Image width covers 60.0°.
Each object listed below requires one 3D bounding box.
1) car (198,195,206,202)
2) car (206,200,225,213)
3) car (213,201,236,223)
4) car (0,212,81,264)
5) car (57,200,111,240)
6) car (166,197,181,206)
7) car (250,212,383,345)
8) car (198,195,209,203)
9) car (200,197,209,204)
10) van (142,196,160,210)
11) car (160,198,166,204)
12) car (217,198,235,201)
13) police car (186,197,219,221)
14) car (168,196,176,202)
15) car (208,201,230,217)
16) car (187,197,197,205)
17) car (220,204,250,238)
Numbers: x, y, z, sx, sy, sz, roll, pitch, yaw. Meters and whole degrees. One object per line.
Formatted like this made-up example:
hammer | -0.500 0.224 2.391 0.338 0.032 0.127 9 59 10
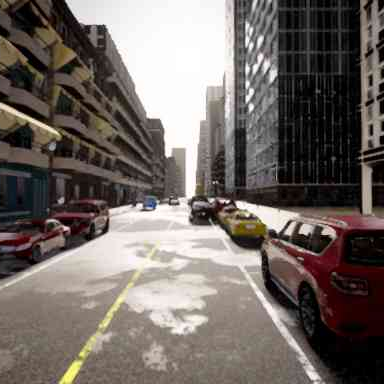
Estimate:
car | 2.673 1.699 89.220 2.192 1.841 5.009 1 0 0
car | 2.688 1.670 39.513 1.887 1.381 4.507 1 0 0
car | 2.695 1.592 23.115 1.752 1.417 4.829 1 0 0
car | -5.682 1.613 11.897 1.802 1.307 4.206 1 0 0
car | -5.680 1.363 17.421 2.192 1.841 5.009 1 0 0
car | -3.075 1.732 57.879 1.812 1.442 4.674 0 0 0
car | 2.704 1.332 6.377 2.192 1.841 5.009 1 0 0
car | 2.677 1.633 78.174 2.192 1.841 5.009 1 0 0
car | 2.676 1.852 72.649 1.947 1.339 4.313 1 0 0
van | -5.690 1.488 45.035 1.690 1.788 3.998 1 0 0
car | -5.702 1.837 67.124 1.802 1.307 4.206 1 0 0
car | 2.696 1.400 28.468 2.192 1.841 5.009 1 0 0
police car | 0.728 1.508 27.884 1.930 1.638 5.238 0 0 -4
car | -5.712 1.964 94.738 1.887 1.381 4.507 1 0 0
car | 2.690 1.670 33.989 1.947 1.339 4.313 1 0 0
car | -0.022 1.768 64.568 1.812 1.442 4.674 0 0 0
car | 2.697 1.575 17.592 1.752 1.417 4.829 1 0 0
